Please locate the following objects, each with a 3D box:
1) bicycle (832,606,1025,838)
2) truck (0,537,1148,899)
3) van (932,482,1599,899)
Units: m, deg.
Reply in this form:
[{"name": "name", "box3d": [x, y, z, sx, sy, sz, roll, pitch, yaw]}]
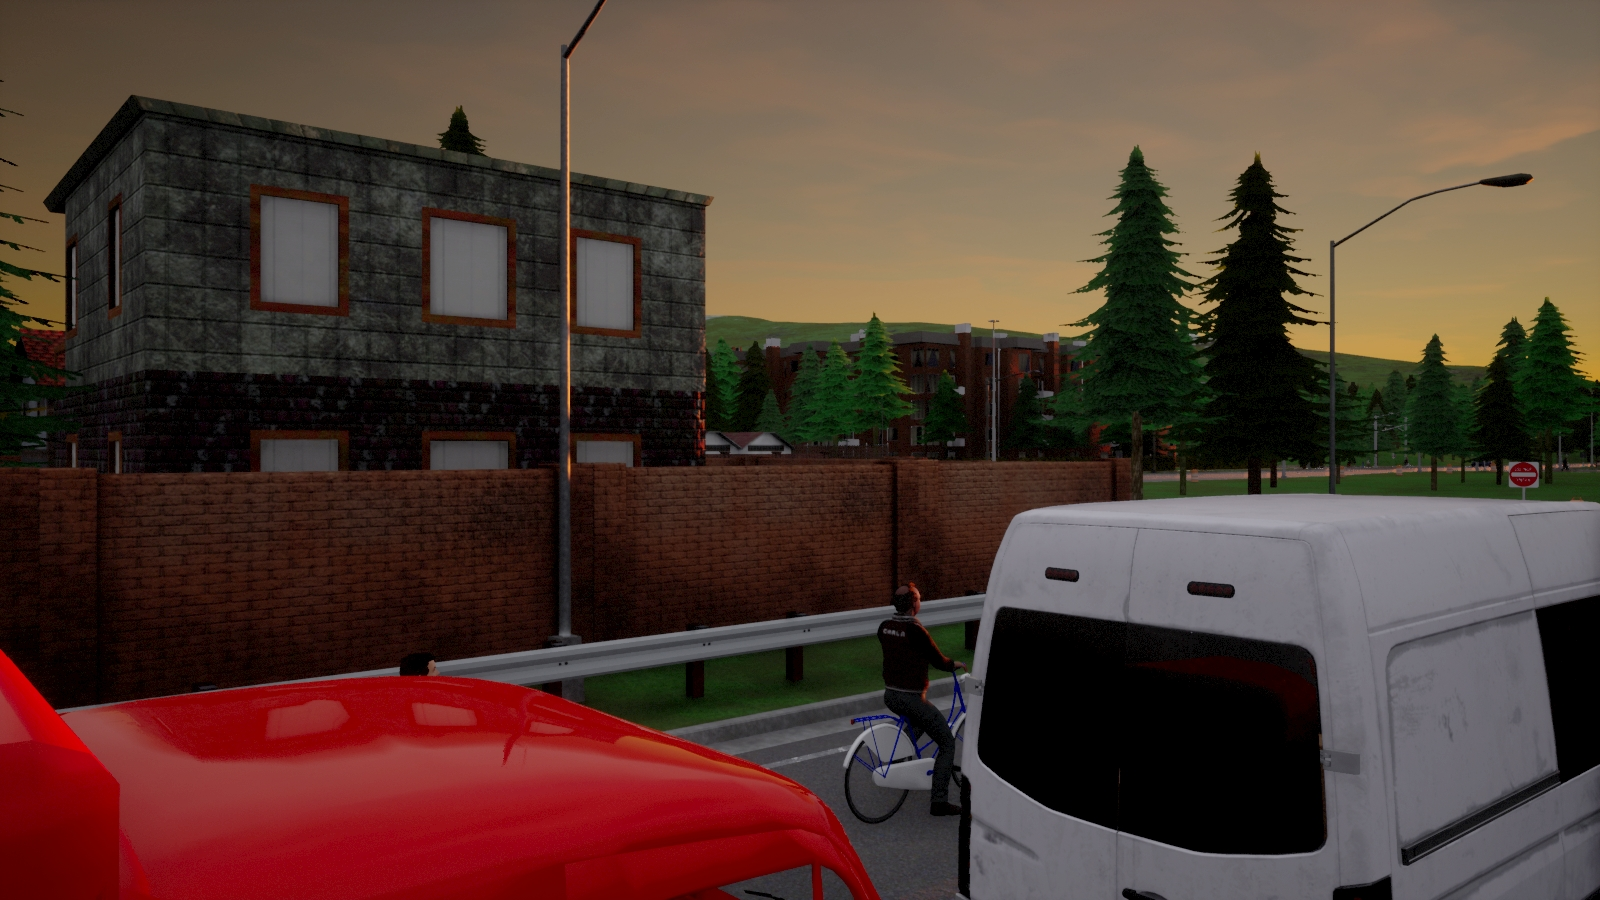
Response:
[{"name": "bicycle", "box3d": [1.045, 2.060, 8.955, 1.835, 1.471, 0.329, 0, 0, -40]}, {"name": "truck", "box3d": [-2.109, 1.568, 1.686, 5.204, 2.467, 2.627, 0, 0, -40]}, {"name": "van", "box3d": [3.509, 1.534, 6.458, 5.915, 2.561, 1.988, 0, 0, -40]}]
